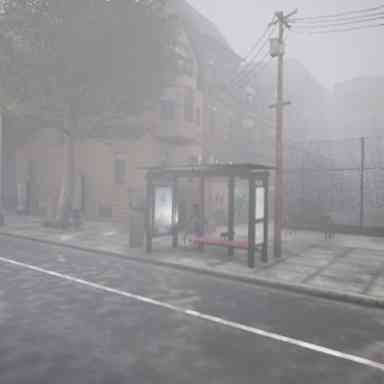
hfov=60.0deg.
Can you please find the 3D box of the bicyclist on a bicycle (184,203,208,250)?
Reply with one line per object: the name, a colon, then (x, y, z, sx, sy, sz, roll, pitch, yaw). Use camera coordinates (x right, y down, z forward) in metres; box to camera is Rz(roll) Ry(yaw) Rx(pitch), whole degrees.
bicyclist on a bicycle: (0.215, 1.223, 11.922, 0.582, 1.620, 1.656, -2, -5, 35)
